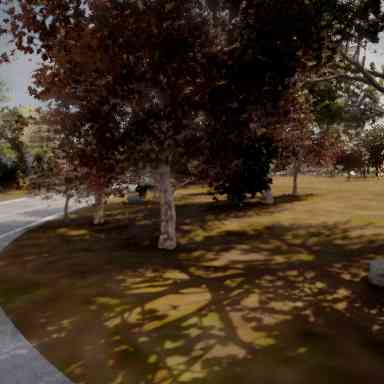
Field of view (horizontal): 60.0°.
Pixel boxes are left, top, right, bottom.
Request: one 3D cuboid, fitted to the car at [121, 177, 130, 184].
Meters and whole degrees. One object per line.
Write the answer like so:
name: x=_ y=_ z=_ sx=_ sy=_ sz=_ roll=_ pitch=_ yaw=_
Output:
car: x=-13.345 y=-2.451 z=66.932 sx=2.097 sy=1.767 sz=4.553 roll=0 pitch=4 yaw=3
